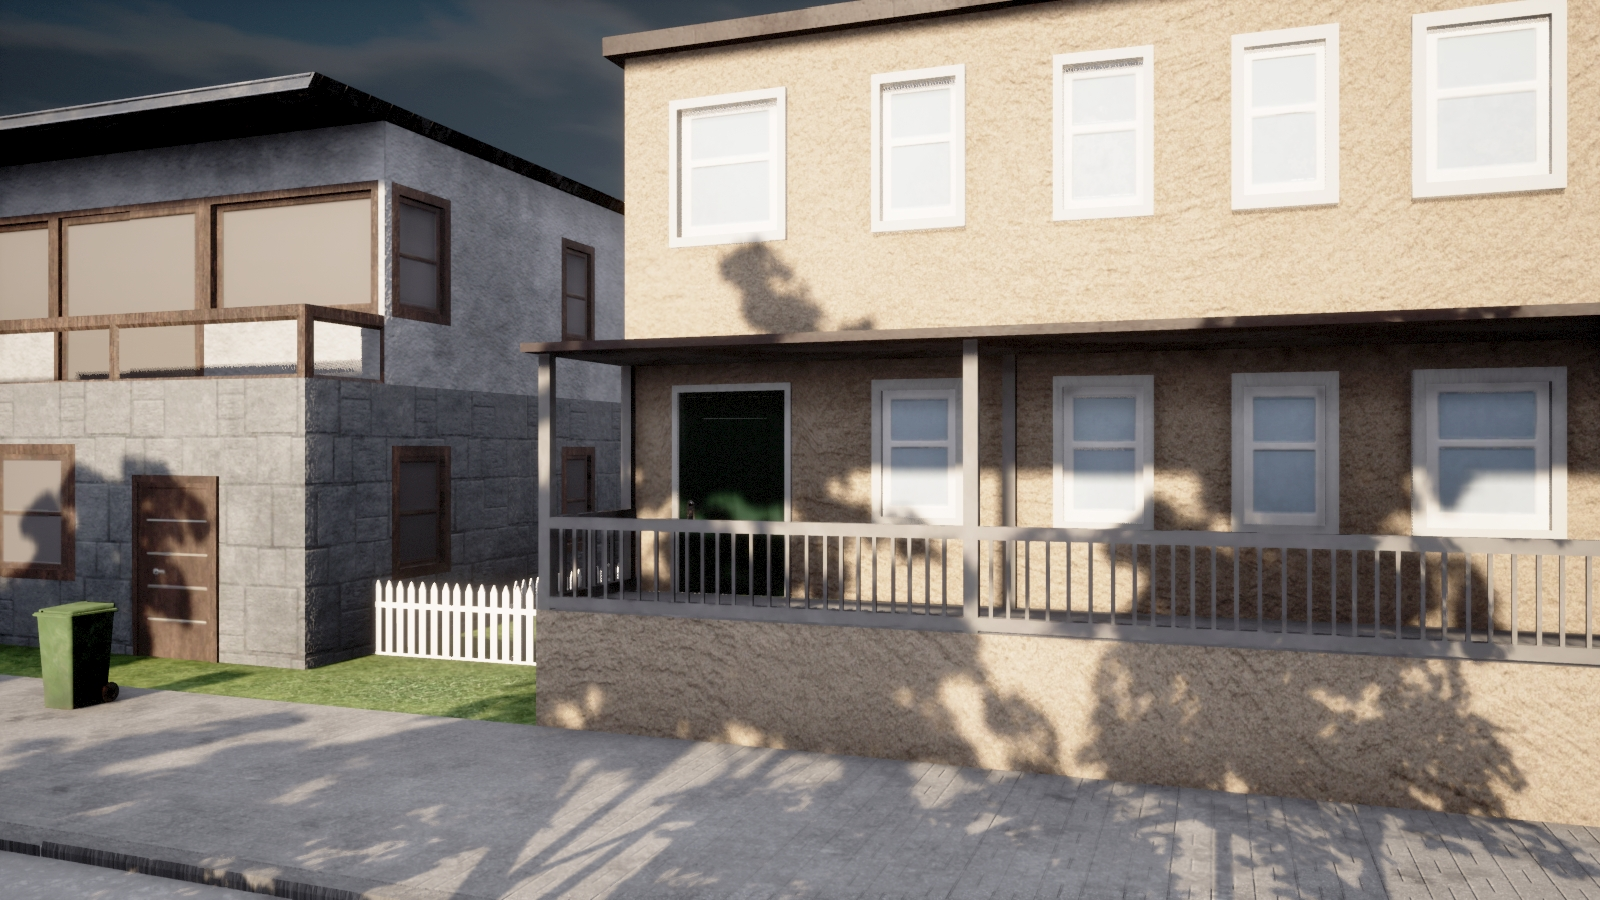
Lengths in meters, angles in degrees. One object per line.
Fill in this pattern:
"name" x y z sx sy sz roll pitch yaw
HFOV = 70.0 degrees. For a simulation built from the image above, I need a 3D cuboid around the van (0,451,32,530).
"van" -27.753 1.329 35.973 1.988 2.561 5.915 0 0 20
